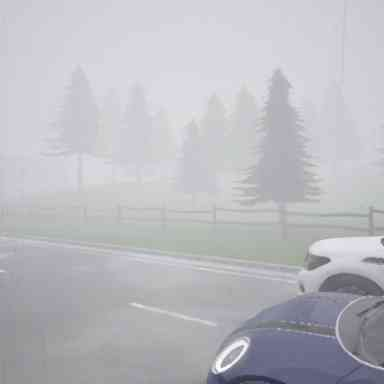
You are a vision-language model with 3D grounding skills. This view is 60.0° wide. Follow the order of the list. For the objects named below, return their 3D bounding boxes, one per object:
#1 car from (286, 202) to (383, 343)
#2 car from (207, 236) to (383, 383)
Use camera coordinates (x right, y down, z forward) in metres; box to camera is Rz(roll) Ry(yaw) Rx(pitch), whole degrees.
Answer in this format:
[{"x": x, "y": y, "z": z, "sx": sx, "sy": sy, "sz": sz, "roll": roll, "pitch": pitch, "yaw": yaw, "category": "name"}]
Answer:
[{"x": 4.535, "y": 1.209, "z": 5.056, "sx": 5.566, "sy": 2.045, "sz": 2.150, "roll": -1, "pitch": 0, "yaw": 36, "category": "car"}, {"x": 2.310, "y": 1.341, "z": 2.344, "sx": 4.553, "sy": 1.767, "sz": 2.097, "roll": -1, "pitch": -1, "yaw": 36, "category": "car"}]
